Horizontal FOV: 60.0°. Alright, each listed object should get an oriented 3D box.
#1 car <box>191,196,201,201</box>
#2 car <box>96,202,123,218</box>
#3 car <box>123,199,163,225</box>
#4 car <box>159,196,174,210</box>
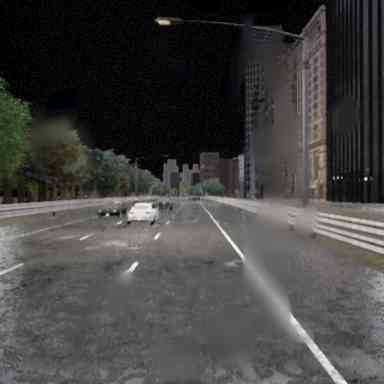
[{"bbox_3d":[1.229,1.789,90.007,1.837,1.490,4.892,0,-1,0],"label":"car"},{"bbox_3d":[-6.905,1.575,29.345,1.895,1.301,4.718,0,0,0],"label":"car"},{"bbox_3d":[-3.411,1.504,23.781,1.812,1.442,4.674,0,0,0],"label":"car"},{"bbox_3d":[-3.397,1.342,42.463,2.097,1.767,4.553,0,0,0],"label":"car"}]
